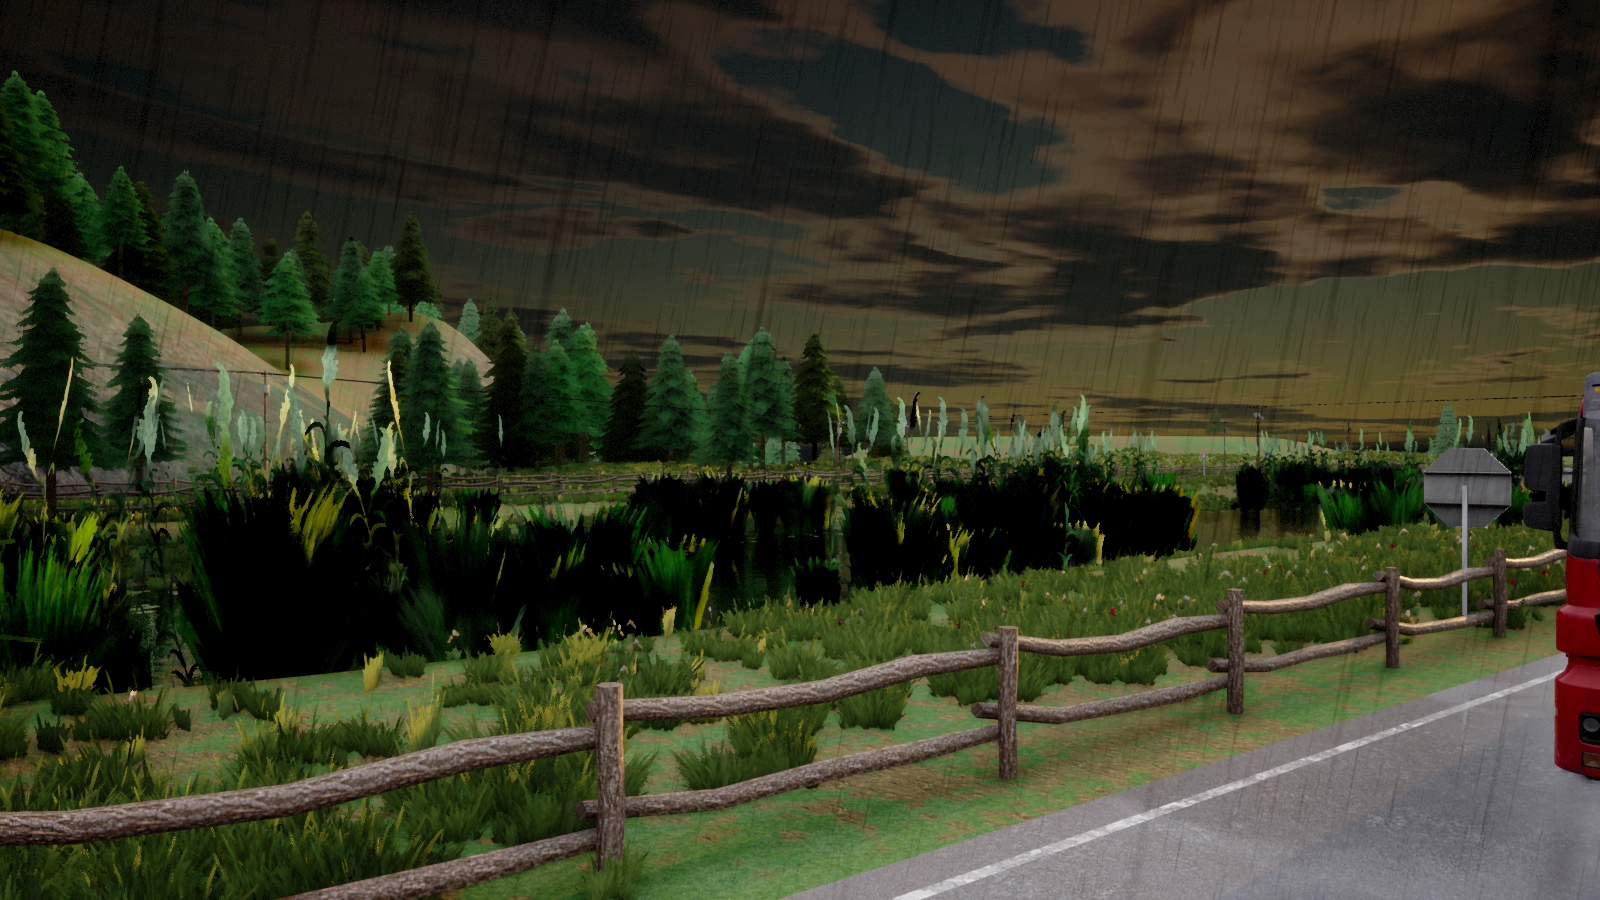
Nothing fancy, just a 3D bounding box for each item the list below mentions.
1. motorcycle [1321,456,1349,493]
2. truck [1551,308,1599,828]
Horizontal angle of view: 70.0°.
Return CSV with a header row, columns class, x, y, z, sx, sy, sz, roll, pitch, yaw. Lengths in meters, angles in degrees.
class,x,y,z,sx,sy,sz,roll,pitch,yaw
motorcycle,34.880,1.577,74.489,2.033,2.348,0.803,0,0,-39
truck,9.470,0.862,10.933,2.891,3.827,8.468,0,0,40
